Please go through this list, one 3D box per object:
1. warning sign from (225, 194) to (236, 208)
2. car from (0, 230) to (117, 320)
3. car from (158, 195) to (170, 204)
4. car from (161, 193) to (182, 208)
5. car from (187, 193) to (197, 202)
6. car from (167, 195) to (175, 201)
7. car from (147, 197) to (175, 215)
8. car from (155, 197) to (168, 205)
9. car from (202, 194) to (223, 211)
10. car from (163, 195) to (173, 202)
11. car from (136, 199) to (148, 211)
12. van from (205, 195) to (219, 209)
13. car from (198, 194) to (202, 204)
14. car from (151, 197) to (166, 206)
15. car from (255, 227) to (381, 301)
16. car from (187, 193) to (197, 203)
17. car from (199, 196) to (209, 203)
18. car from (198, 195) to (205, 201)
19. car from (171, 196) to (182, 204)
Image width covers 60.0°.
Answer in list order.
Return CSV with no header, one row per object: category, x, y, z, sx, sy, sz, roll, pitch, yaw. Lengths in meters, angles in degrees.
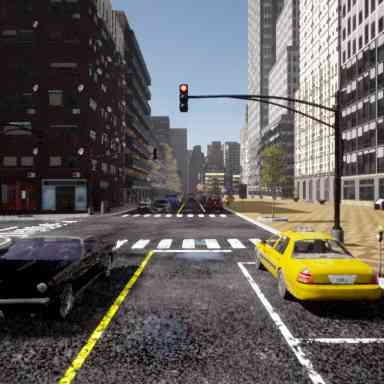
warning sign,5.054,1.136,43.750,1.300,1.860,1.060,0,0,0
car,-3.105,1.601,7.419,1.895,1.301,4.718,0,0,0
car,-5.723,1.498,68.122,1.967,1.590,4.097,0,0,0
car,-3.124,1.245,49.582,2.150,2.045,5.566,0,1,1
car,-0.032,1.218,79.716,2.150,2.045,5.566,0,0,0
car,-5.731,1.626,90.059,1.752,1.417,4.829,0,0,0
car,-3.116,1.519,34.353,1.837,1.490,4.892,0,-1,0
car,-5.720,1.593,62.595,1.887,1.381,4.507,0,0,0
car,2.669,1.333,40.493,2.192,1.841,5.009,0,0,0
car,-5.727,1.518,79.176,1.967,1.590,4.097,0,0,0
car,-5.710,1.568,40.489,2.008,1.369,4.403,0,0,0
van,2.666,1.365,46.019,1.690,1.788,3.998,0,0,0
car,2.659,1.363,62.598,2.192,1.841,5.009,0,0,0
car,-5.717,1.589,57.069,2.008,1.369,4.403,0,0,0
car,2.683,1.526,8.250,1.752,1.417,4.829,0,0,0
car,-0.029,1.565,69.268,1.837,1.490,4.892,0,0,0
car,2.656,1.612,73.652,1.887,1.381,4.507,0,0,0
car,2.649,1.627,90.402,1.752,1.417,4.829,0,0,0
car,-3.058,1.579,65.851,1.812,1.442,4.674,0,0,0
